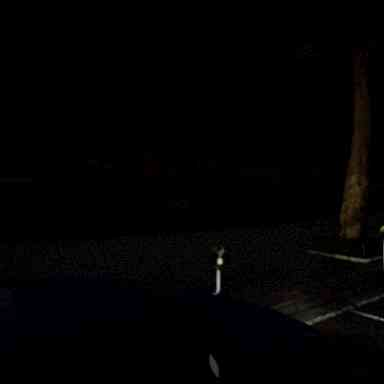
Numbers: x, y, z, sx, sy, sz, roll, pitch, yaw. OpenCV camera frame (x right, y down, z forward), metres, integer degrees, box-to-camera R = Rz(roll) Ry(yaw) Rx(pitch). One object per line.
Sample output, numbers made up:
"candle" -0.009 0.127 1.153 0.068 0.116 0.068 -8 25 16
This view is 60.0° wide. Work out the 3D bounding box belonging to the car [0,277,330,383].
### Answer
"car" -0.918 1.482 2.619 5.008 1.535 1.882 0 0 -36
